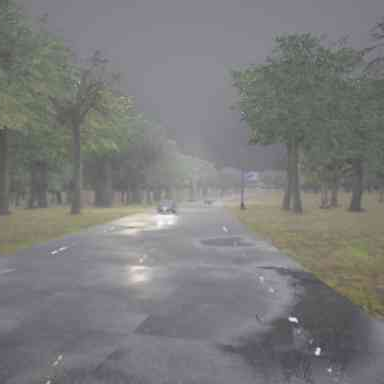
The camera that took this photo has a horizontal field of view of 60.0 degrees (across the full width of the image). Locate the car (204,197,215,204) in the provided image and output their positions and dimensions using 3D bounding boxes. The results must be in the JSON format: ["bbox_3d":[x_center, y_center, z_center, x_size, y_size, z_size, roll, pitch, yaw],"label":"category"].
[{"bbox_3d":[3.855,2.136,79.205,1.895,1.301,4.718,0,-1,5],"label":"car"}]

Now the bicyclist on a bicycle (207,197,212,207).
[{"bbox_3d":[3.045,1.761,57.637,0.866,1.612,1.509,0,-1,4],"label":"bicyclist on a bicycle"}]

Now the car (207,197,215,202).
[{"bbox_3d":[5.273,2.120,93.138,1.994,1.385,4.181,0,-1,7],"label":"car"}]

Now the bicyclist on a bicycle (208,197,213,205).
[{"bbox_3d":[3.697,1.847,66.280,0.866,1.612,1.509,0,-1,5],"label":"bicyclist on a bicycle"}]

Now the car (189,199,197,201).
[{"bbox_3d":[0.256,1.839,78.305,2.033,1.411,5.357,0,-1,5],"label":"car"}]

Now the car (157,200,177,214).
[{"bbox_3d":[-2.704,1.634,37.087,2.128,1.511,4.902,0,0,3],"label":"car"}]
